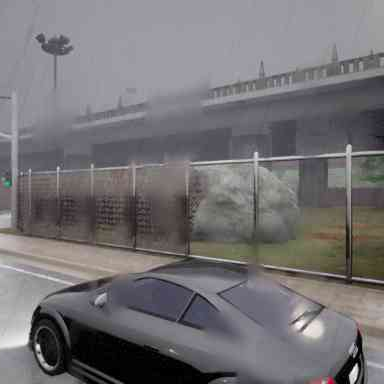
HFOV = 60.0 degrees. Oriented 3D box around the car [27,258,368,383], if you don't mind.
[{"bbox_3d":[-0.189,1.564,4.125,4.181,1.385,1.994,0,0,36],"label":"car"}]
